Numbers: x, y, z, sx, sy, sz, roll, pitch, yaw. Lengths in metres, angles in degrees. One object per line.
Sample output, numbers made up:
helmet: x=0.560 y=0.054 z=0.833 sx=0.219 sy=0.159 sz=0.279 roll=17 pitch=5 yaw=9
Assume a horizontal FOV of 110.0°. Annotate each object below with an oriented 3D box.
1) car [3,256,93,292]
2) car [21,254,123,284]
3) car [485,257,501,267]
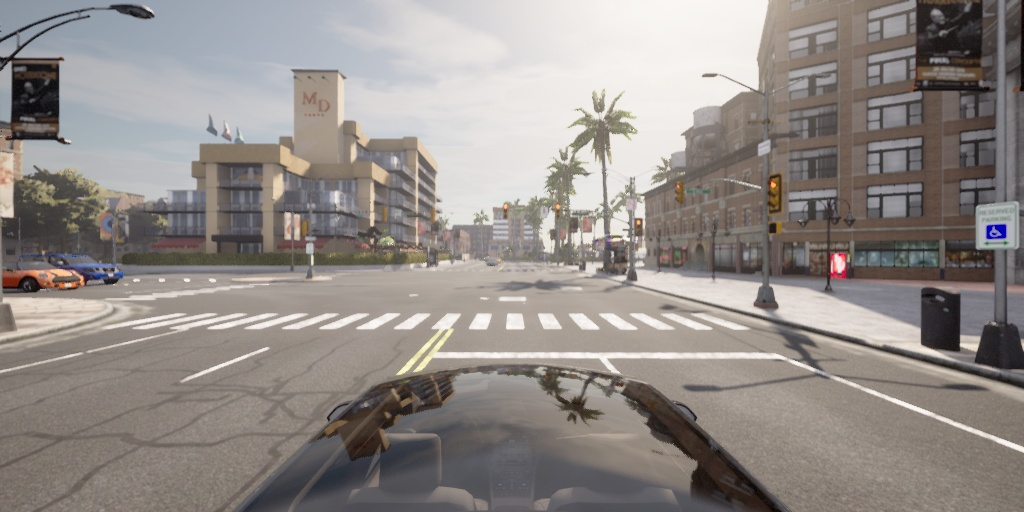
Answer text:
car: x=-27.082 y=1.052 z=20.056 sx=4.553 sy=1.767 sz=2.097 roll=0 pitch=0 yaw=0
car: x=-29.121 y=0.912 z=23.544 sx=5.566 sy=2.045 sz=2.150 roll=0 pitch=0 yaw=0
car: x=-3.417 y=1.155 z=61.544 sx=1.837 sy=1.490 sz=4.892 roll=0 pitch=2 yaw=0
